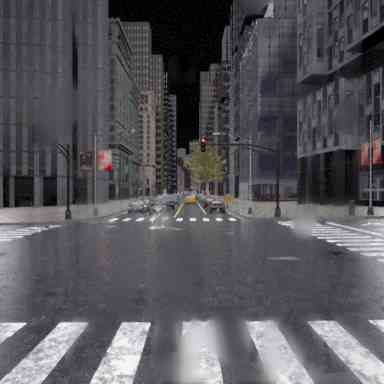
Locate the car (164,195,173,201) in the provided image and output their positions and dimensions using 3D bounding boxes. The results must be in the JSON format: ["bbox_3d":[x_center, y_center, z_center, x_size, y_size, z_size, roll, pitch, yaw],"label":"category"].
[{"bbox_3d":[-6.195,1.586,88.302,2.008,1.369,4.403,0,0,0],"label":"car"}]

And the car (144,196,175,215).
[{"bbox_3d":[-3.189,1.495,33.796,2.128,1.511,4.902,0,0,0],"label":"car"}]

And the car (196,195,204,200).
[{"bbox_3d":[2.292,1.592,94.249,2.008,1.369,4.403,0,0,0],"label":"car"}]

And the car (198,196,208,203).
[{"bbox_3d":[2.428,1.588,73.094,1.947,1.339,4.313,0,0,0],"label":"car"}]

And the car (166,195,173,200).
[{"bbox_3d":[-6.229,1.623,93.715,1.802,1.307,4.206,0,0,0],"label":"car"}]

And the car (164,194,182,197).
[{"bbox_3d":[-3.323,1.506,59.316,2.128,1.511,4.902,0,0,0],"label":"car"}]

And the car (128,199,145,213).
[{"bbox_3d":[-5.861,1.555,36.260,2.008,1.369,4.403,0,0,0],"label":"car"}]

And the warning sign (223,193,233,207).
[{"bbox_3d":[4.914,1.123,45.401,1.300,1.860,1.060,0,0,0],"label":"warning sign"}]

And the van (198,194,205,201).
[{"bbox_3d":[2.360,1.372,83.672,1.690,1.788,3.998,0,0,0],"label":"van"}]

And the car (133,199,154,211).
[{"bbox_3d":[-5.893,1.557,41.252,2.008,1.369,4.403,0,0,0],"label":"car"}]

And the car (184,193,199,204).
[{"bbox_3d":[-0.177,1.494,64.340,1.882,1.535,5.008,0,0,-1],"label":"car"}]

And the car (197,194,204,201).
[{"bbox_3d":[2.496,1.566,62.516,2.008,1.369,4.403,0,0,0],"label":"car"}]

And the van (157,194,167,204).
[{"bbox_3d":[-6.056,1.359,66.649,1.690,1.788,3.998,0,0,0],"label":"van"}]

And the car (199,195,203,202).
[{"bbox_3d":[2.559,1.561,52.644,2.008,1.369,4.403,0,0,0],"label":"car"}]

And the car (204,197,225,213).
[{"bbox_3d":[2.664,1.555,36.311,2.008,1.369,4.403,0,0,0],"label":"car"}]

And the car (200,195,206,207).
[{"bbox_3d":[2.594,1.553,47.200,1.887,1.381,4.507,0,0,0],"label":"car"}]

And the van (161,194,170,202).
[{"bbox_3d":[-6.126,1.367,77.476,1.690,1.788,3.998,0,0,0],"label":"van"}]

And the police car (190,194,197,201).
[{"bbox_3d":[0.456,1.462,90.486,1.930,1.638,5.238,0,0,0],"label":"police car"}]

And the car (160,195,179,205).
[{"bbox_3d":[-3.250,1.555,44.975,2.033,1.411,5.357,0,0,0],"label":"car"}]
